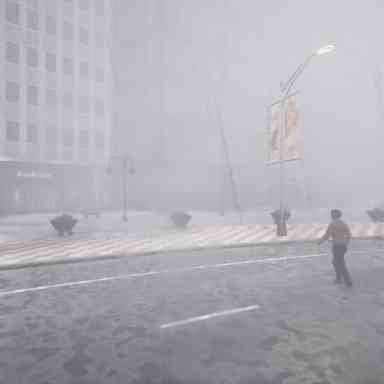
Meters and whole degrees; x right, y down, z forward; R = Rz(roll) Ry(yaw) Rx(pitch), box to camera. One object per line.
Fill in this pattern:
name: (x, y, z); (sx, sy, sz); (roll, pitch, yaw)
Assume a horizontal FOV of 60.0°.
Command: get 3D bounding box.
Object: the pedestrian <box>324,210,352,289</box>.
pedestrian: (3.453, 1.294, 7.860); (0.375, 1.860, 0.375); (0, 0, -24)
